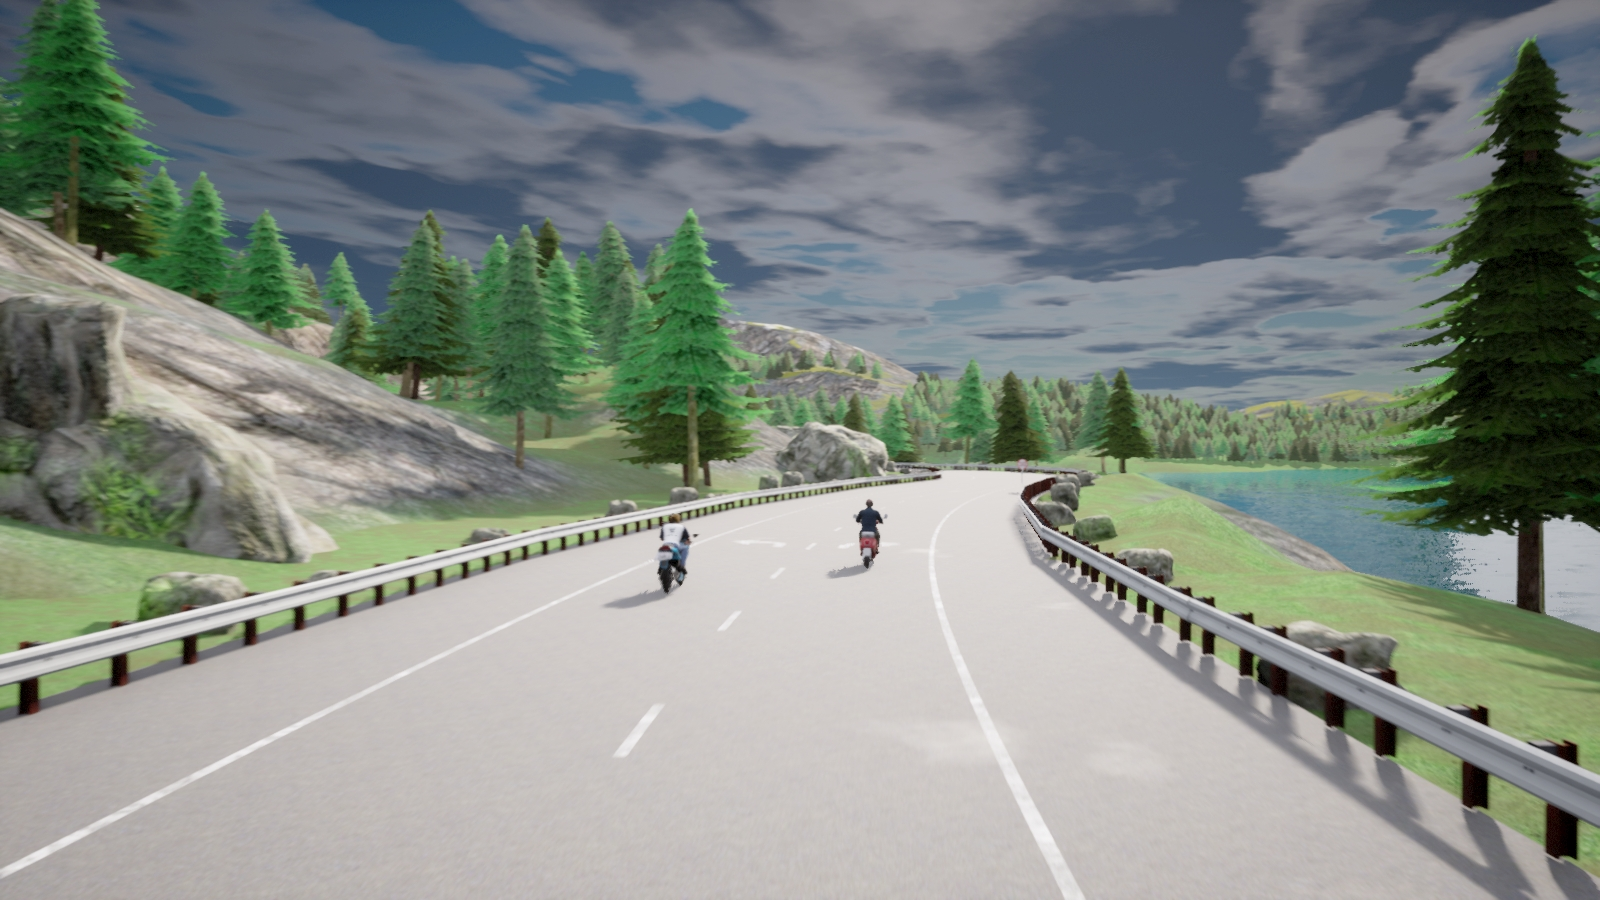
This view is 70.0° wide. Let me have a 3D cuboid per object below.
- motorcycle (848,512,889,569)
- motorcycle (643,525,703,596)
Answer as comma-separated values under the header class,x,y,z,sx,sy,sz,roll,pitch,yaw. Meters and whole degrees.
class,x,y,z,sx,sy,sz,roll,pitch,yaw
motorcycle,1.684,2.183,27.859,0.856,1.236,1.805,1,0,7
motorcycle,-2.508,2.175,22.831,0.803,1.217,2.033,1,0,5
